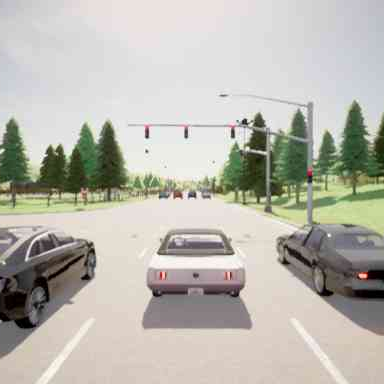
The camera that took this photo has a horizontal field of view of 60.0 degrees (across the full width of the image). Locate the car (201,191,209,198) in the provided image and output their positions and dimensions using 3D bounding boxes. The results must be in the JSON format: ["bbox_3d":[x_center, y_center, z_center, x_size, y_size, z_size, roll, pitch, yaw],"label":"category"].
[{"bbox_3d":[3.603,0.633,91.039,2.097,1.767,4.553,0,0,0],"label":"car"}]

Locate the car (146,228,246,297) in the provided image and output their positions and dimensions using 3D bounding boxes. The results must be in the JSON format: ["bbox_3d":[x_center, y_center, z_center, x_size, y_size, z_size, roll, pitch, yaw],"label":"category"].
[{"bbox_3d":[0.088,1.549,8.386,1.895,1.301,4.718,0,0,0],"label":"car"}]

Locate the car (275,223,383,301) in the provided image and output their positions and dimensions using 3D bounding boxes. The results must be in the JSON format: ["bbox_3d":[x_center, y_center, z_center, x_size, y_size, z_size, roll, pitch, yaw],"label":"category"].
[{"bbox_3d":[3.589,1.495,8.410,2.033,1.411,5.357,0,0,0],"label":"car"}]

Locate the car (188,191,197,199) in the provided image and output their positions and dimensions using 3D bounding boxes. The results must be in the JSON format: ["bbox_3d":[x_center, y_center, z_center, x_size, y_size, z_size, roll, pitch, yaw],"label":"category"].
[{"bbox_3d":[0.091,0.725,80.683,2.150,2.045,5.566,0,0,0],"label":"car"}]

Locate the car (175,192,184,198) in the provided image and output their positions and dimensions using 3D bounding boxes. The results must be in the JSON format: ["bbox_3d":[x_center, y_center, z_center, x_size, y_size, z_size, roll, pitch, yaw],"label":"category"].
[{"bbox_3d":[-3.397,0.803,91.078,2.128,1.511,4.902,0,0,0],"label":"car"}]

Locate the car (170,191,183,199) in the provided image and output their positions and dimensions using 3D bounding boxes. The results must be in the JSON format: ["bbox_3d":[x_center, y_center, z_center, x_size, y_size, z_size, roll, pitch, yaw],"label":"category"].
[{"bbox_3d":[-3.409,0.725,80.687,2.150,2.045,5.566,0,0,0],"label":"car"}]

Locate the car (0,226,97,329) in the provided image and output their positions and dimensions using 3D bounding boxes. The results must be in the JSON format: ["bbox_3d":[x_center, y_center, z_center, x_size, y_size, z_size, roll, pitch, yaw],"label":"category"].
[{"bbox_3d":[-3.422,1.449,6.848,2.128,1.511,4.902,0,0,0],"label":"car"}]

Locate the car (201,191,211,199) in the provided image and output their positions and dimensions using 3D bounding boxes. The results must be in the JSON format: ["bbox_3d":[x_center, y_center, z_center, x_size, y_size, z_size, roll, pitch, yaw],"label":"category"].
[{"bbox_3d":[3.591,1.025,80.651,2.128,1.511,4.902,0,0,0],"label":"car"}]

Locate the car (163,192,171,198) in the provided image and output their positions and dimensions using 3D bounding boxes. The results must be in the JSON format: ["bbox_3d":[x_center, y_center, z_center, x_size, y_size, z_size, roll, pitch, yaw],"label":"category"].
[{"bbox_3d":[-6.897,0.777,91.082,1.837,1.490,4.892,0,0,0],"label":"car"}]

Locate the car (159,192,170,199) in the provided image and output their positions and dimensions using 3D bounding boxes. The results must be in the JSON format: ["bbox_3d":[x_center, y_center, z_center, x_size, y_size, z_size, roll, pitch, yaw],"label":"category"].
[{"bbox_3d":[-6.908,0.854,81.049,2.097,1.767,4.553,0,0,0],"label":"car"}]
